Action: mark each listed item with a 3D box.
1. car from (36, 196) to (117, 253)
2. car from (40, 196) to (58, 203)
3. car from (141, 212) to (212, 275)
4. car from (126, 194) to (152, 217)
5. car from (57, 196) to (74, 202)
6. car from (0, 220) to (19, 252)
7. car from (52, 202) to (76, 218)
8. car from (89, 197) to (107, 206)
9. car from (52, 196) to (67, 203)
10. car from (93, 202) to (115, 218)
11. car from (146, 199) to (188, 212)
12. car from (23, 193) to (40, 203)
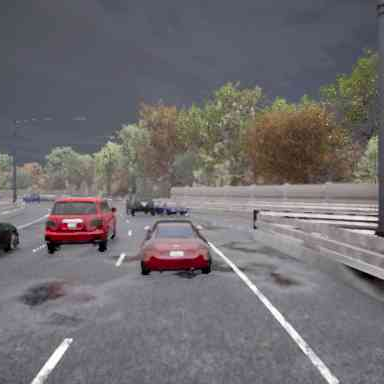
[{"bbox_3d":[-4.508,1.252,14.132,2.150,2.045,5.566,0,0,-8],"label":"car"},{"bbox_3d":[-30.986,1.575,71.985,2.033,1.411,5.357,0,0,-43],"label":"car"},{"bbox_3d":[-0.581,1.576,10.645,1.994,1.385,4.181,0,0,-5],"label":"car"},{"bbox_3d":[-5.149,1.264,32.586,2.150,2.045,5.566,-1,0,-18],"label":"car"},{"bbox_3d":[-28.385,1.622,74.326,1.895,1.301,4.718,0,0,-43],"label":"car"},{"bbox_3d":[-7.692,1.391,11.202,2.097,1.767,4.553,0,0,-6],"label":"car"},{"bbox_3d":[-12.185,1.675,31.883,1.895,1.301,4.718,0,0,-18],"label":"car"},{"bbox_3d":[-16.354,1.606,57.642,1.837,1.490,4.892,0,0,-30],"label":"car"},{"bbox_3d":[-30.617,1.735,76.780,1.994,1.385,4.181,0,0,-43],"label":"car"},{"bbox_3d":[-8.504,1.661,31.873,1.895,1.301,4.718,0,0,-17],"label":"car"},{"bbox_3d":[-2.312,1.643,31.572,1.895,1.301,4.718,0,0,-30],"label":"car"},{"bbox_3d":[-33.629,1.269,69.687,2.150,2.045,5.566,0,0,-43],"label":"car"}]
